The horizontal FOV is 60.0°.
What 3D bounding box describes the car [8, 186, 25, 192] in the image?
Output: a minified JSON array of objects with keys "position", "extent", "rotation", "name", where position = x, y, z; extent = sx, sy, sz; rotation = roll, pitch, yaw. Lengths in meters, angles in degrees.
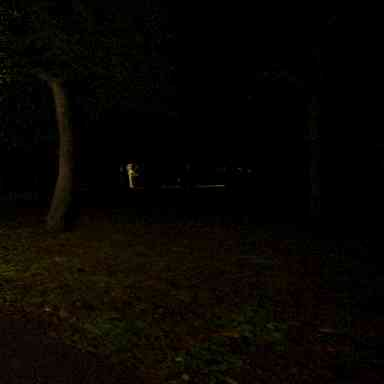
[{"position":[-43.220,-0.789,80.458],"extent":[1.882,1.535,5.008],"rotation":[-1,1,34],"name":"car"}]
